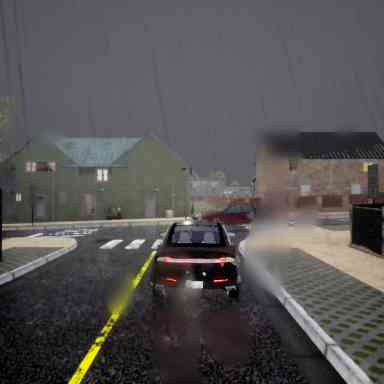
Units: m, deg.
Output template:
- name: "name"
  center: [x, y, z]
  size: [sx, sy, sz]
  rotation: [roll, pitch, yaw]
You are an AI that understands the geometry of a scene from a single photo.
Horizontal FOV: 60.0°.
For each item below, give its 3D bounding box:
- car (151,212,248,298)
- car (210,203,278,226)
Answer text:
- name: "car"
  center: [0.134, 1.493, 8.537]
  size: [2.128, 1.511, 4.902]
  rotation: [0, 0, 2]
- name: "car"
  center: [2.618, 1.407, 20.446]
  size: [5.357, 1.411, 2.033]
  rotation: [-2, 0, -18]
